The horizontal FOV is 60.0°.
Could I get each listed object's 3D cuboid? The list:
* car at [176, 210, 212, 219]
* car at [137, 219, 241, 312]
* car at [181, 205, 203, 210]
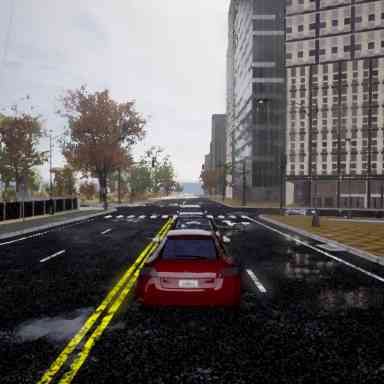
[{"bbox_3d":[0.074,1.597,13.043,1.895,1.301,4.718,0,0,0],"label":"car"},{"bbox_3d":[-0.023,1.561,7.795,1.994,1.385,4.181,0,0,1],"label":"car"},{"bbox_3d":[-0.008,1.544,21.283,2.033,1.411,5.357,0,0,0],"label":"car"}]
